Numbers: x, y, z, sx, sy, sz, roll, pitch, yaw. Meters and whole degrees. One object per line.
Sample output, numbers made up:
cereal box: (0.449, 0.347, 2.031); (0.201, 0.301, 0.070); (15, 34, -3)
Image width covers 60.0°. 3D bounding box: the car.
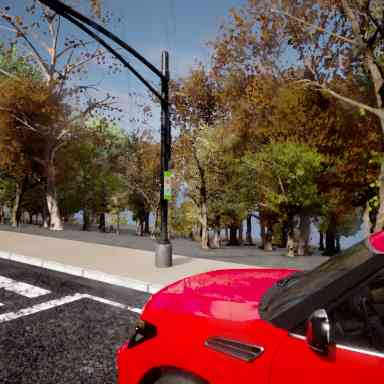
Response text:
car: (1.997, 1.222, 2.289); (5.566, 2.045, 2.150); (0, 0, 34)
